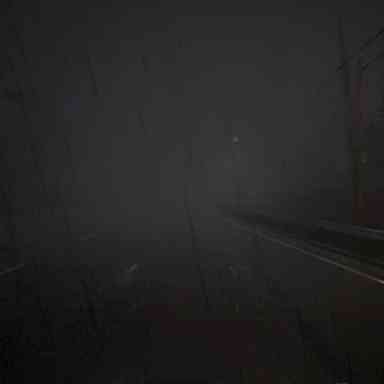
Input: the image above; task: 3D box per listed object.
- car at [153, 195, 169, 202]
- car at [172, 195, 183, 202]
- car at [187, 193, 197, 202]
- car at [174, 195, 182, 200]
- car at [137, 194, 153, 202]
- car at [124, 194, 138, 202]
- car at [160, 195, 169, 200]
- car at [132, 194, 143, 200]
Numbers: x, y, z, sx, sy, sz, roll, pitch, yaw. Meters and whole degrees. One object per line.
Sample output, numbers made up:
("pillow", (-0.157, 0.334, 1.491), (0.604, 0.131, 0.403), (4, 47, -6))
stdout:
("car", (-7.004, 1.597, 75.506), (1.895, 1.301, 4.718), (0, 0, 0))
("car", (-3.504, 1.526, 75.059), (2.128, 1.511, 4.902), (0, 0, 0))
("car", (-0.004, 1.555, 75.476), (1.994, 1.385, 4.181), (0, 0, 0))
("car", (-3.505, 1.396, 85.479), (1.994, 1.385, 4.181), (0, 0, 0))
("car", (-10.504, 1.501, 75.059), (1.837, 1.490, 4.892), (0, 0, 0))
("car", (-14.004, 1.526, 75.475), (1.812, 1.442, 4.674), (0, 0, 0))
("car", (-7.005, 1.383, 85.479), (2.033, 1.411, 5.357), (0, 0, 0))
("car", (-14.005, 1.343, 85.479), (1.837, 1.490, 4.892), (0, 0, 0))
